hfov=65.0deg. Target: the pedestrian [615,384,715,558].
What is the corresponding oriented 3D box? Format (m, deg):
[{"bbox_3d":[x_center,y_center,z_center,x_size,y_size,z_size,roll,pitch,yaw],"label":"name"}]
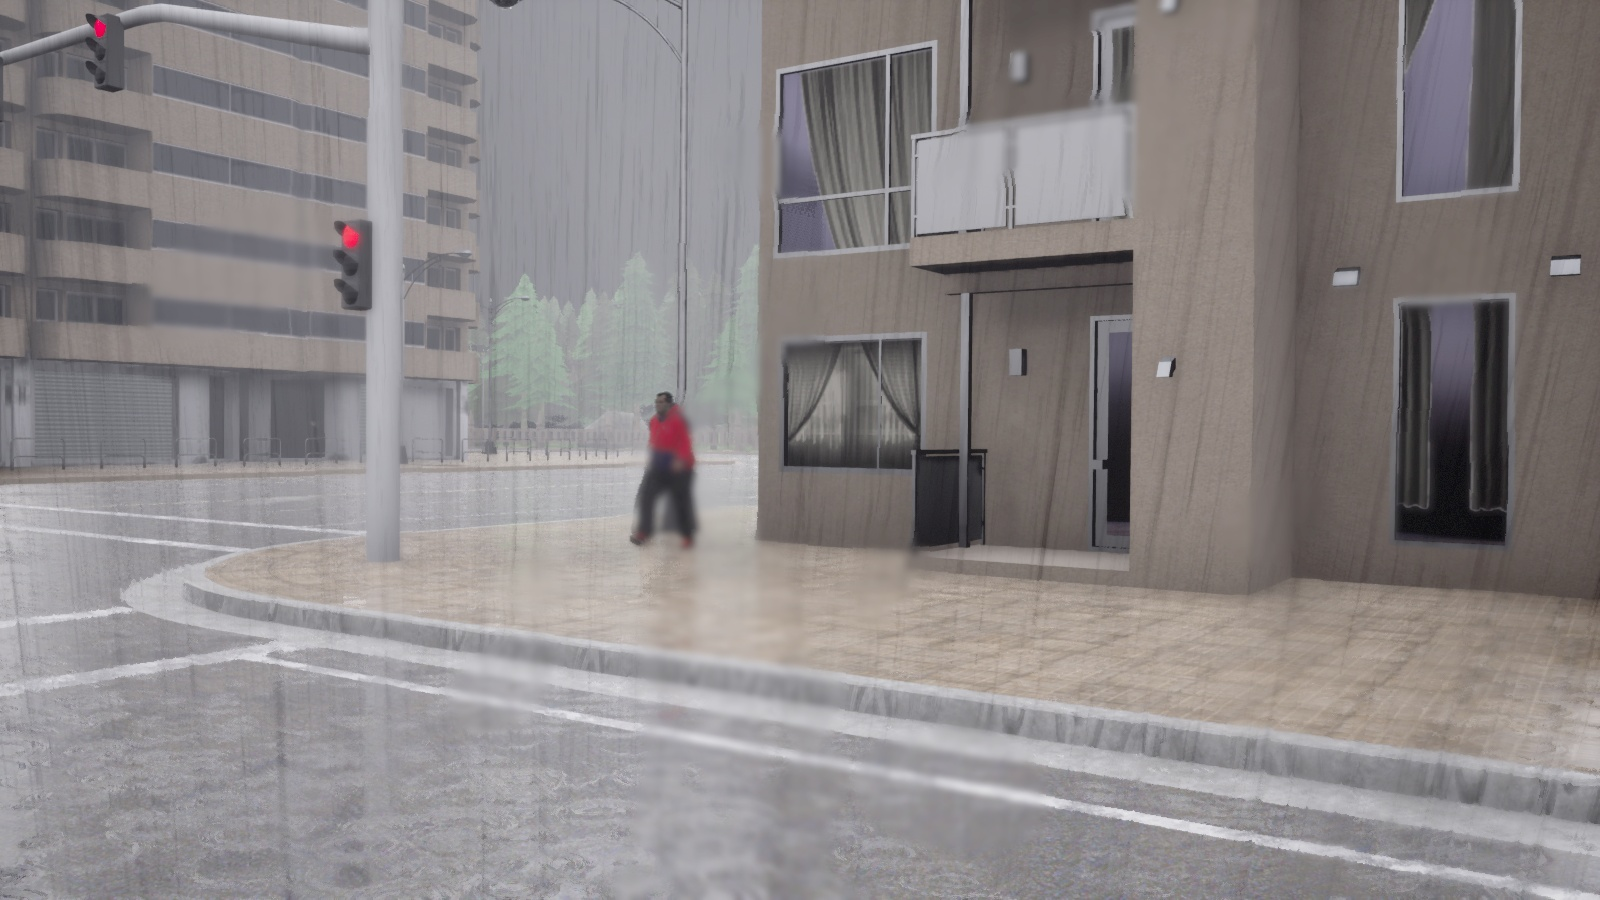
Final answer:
[{"bbox_3d":[-1.481,0.214,13.849,0.634,1.844,0.899,0,1,35],"label":"pedestrian"}]
